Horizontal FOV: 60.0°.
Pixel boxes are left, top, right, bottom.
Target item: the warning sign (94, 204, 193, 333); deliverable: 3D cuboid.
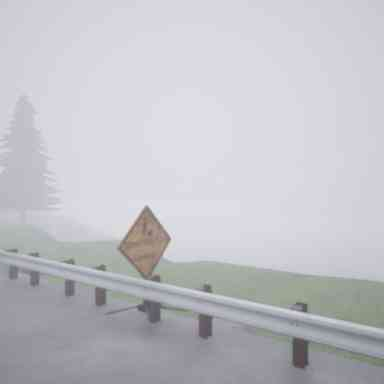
[{"bbox_3d":[-0.805,1.153,5.730,1.060,1.860,1.300,-1,0,36],"label":"warning sign"}]
